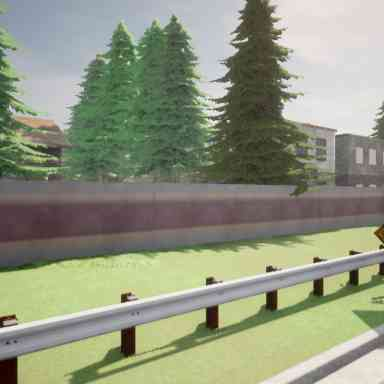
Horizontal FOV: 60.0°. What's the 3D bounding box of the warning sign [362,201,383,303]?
[{"bbox_3d":[4.114,1.112,6.251,1.060,1.860,1.300,0,0,-36],"label":"warning sign"}]
